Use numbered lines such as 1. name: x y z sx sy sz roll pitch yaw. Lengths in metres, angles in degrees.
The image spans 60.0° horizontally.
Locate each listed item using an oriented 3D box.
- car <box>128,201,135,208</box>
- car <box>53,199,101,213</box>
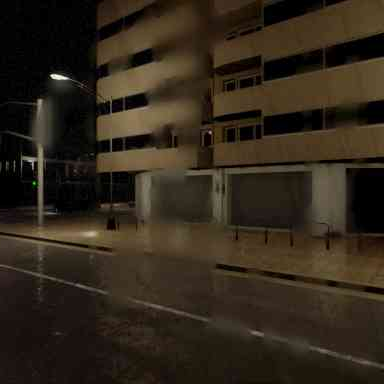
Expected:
1. car: -6.703 1.478 46.437 1.882 1.535 5.008 0 0 36
2. car: -12.963 1.547 37.900 2.033 1.411 5.357 0 0 37
